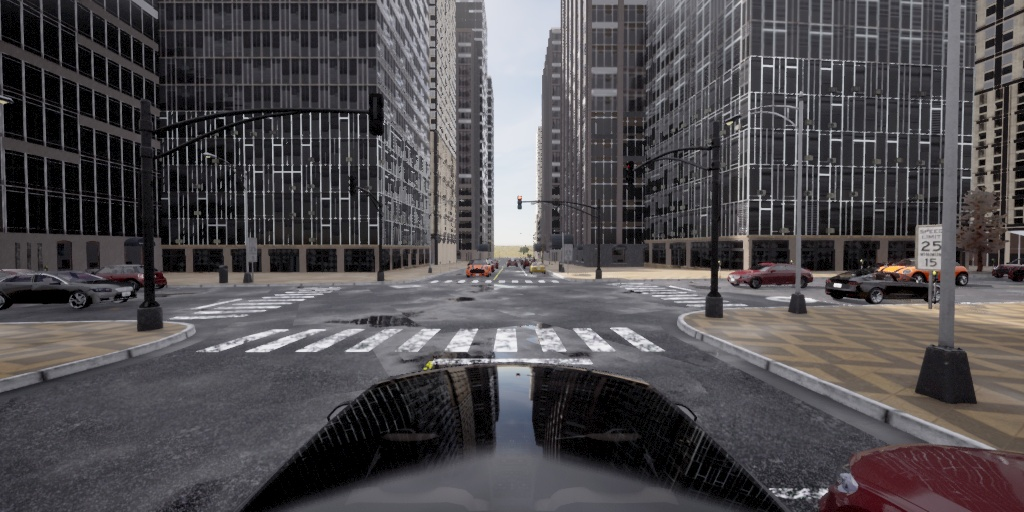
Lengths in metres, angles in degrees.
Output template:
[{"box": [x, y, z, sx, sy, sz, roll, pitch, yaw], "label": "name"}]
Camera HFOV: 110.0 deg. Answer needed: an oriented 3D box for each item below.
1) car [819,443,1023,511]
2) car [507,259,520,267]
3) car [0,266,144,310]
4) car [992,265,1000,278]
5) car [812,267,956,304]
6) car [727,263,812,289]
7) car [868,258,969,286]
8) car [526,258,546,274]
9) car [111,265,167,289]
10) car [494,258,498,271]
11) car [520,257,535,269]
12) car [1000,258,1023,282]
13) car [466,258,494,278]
[{"box": [2.691, 1.333, 0.387, 1.802, 1.307, 4.207, 0, 0, 0], "label": "car"}, {"box": [0.086, 1.227, 64.375, 1.812, 1.442, 4.674, 0, 0, 0], "label": "car"}, {"box": [-18.860, 1.369, 15.031, 4.902, 1.511, 2.128, 0, 1, -5], "label": "car"}, {"box": [37.697, 0.864, 26.095, 4.097, 1.591, 1.967, 0, 0, -5], "label": "car"}, {"box": [16.126, 1.293, 15.682, 4.313, 1.339, 1.948, 0, 0, -5], "label": "car"}, {"box": [15.395, 1.135, 21.426, 4.674, 1.442, 1.812, 0, 1, -5], "label": "car"}, {"box": [25.343, 0.904, 22.334, 4.553, 1.767, 2.097, 0, 1, -5], "label": "car"}, {"box": [2.812, 1.254, 39.925, 1.751, 1.417, 4.829, 0, 0, 0], "label": "car"}, {"box": [-22.575, 1.216, 20.524, 4.097, 1.591, 1.967, 0, 0, -5], "label": "car"}, {"box": [-3.108, 1.203, 44.206, 1.882, 1.535, 5.008, 0, 0, 0], "label": "car"}, {"box": [2.719, 1.028, 55.007, 2.192, 1.841, 5.009, 0, 0, 0], "label": "car"}, {"box": [35.352, 0.845, 23.253, 4.553, 1.767, 2.097, 0, 1, -5], "label": "car"}, {"box": [-3.106, 1.085, 34.271, 2.097, 1.767, 4.553, 0, 0, 0], "label": "car"}]
